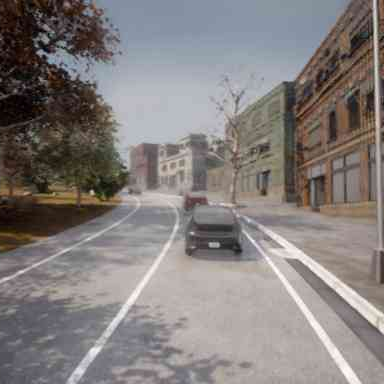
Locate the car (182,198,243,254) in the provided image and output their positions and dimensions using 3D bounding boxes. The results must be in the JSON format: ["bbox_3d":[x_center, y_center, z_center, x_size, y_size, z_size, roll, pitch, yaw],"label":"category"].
[{"bbox_3d":[0.728,1.215,12.115,1.837,1.490,4.892,1,2,2],"label":"car"}]

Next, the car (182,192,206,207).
[{"bbox_3d":[0.184,0.733,28.476,1.882,1.535,5.008,1,2,-6],"label":"car"}]

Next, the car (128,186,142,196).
[{"bbox_3d":[-9.700,-0.211,56.747,1.837,1.490,4.892,2,1,-19],"label":"car"}]
